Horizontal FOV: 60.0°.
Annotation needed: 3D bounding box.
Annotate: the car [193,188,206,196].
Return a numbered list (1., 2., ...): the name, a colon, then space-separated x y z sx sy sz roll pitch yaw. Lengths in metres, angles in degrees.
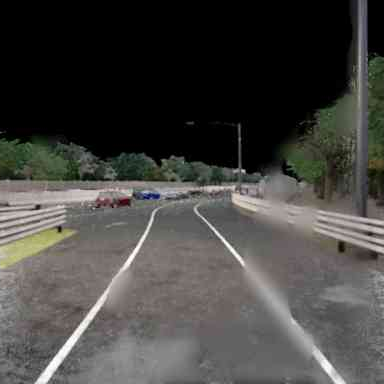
1. car: 0.494 0.033 65.040 1.882 1.535 5.008 0 1 20

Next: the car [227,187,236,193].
1. car: 9.684 -0.558 90.447 2.128 1.511 4.902 0 1 20

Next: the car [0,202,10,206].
1. car: -17.187 1.153 26.838 1.895 1.301 4.718 0 1 20

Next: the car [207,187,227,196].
1. car: 5.143 -0.013 67.586 1.812 1.442 4.674 0 1 20

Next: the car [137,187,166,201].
1. car: -6.021 0.484 47.208 1.882 1.535 5.008 0 1 20

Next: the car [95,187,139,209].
1. car: -7.549 0.692 32.821 2.097 1.767 4.553 0 1 20

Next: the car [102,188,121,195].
1. car: -19.586 -0.130 81.524 2.128 1.511 4.902 0 1 20

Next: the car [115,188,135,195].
1. car: -16.187 -0.122 80.629 2.033 1.411 5.357 0 1 20

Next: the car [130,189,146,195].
1. car: -12.893 -0.109 79.445 1.994 1.385 4.181 0 1 20

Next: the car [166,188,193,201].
1. car: -2.048 0.507 47.876 2.033 1.411 5.357 0 1 20
